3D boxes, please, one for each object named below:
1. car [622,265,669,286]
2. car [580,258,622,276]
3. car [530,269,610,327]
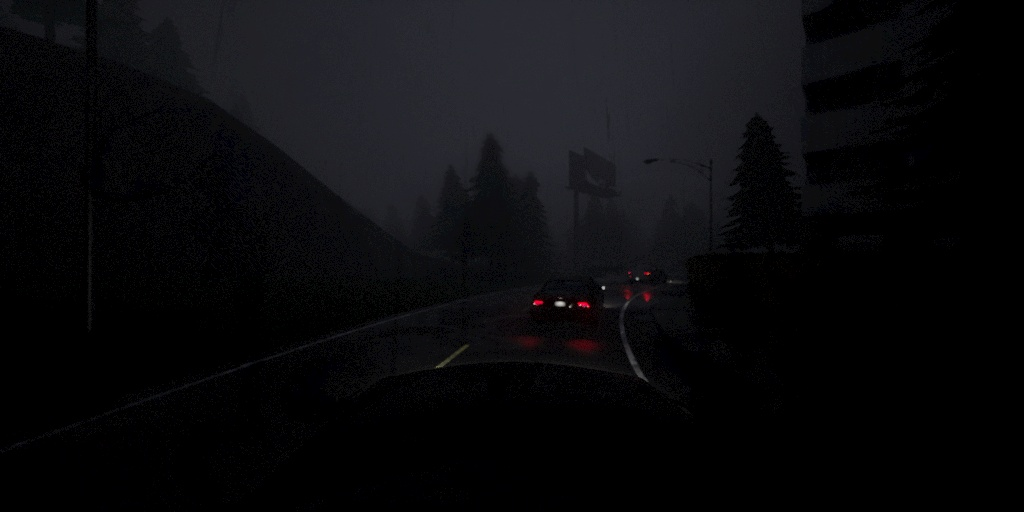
[{"bbox_3d":[10.066,1.355,26.621,1.812,1.442,4.674,0,0,37],"label":"car"},{"bbox_3d":[7.376,0.927,29.423,1.882,1.535,5.008,0,0,40],"label":"car"},{"bbox_3d":[1.995,1.323,11.815,2.033,1.411,5.357,0,0,17],"label":"car"}]
